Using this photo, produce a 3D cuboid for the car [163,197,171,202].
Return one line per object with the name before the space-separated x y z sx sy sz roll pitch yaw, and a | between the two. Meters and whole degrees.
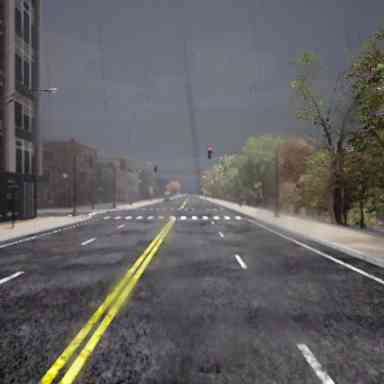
car | -6.668 2.047 89.610 1.994 1.385 4.181 0 0 0
